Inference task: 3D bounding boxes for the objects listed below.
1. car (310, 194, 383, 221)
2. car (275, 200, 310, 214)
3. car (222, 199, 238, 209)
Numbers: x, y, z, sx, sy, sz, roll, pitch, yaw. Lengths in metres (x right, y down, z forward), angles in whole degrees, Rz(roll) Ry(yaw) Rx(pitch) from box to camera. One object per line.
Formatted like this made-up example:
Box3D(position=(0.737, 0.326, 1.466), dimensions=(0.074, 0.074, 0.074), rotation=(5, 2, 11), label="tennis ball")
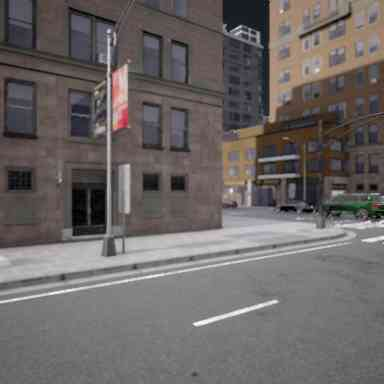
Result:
Box3D(position=(12.788, 1.152, 26.895), dimensions=(2.150, 2.045, 5.566), rotation=(0, 0, -35), label="car")
Box3D(position=(10.579, 1.496, 34.341), dimensions=(1.947, 1.339, 4.313), rotation=(0, 0, -35), label="car")
Box3D(position=(4.211, 1.509, 43.338), dimensions=(1.802, 1.307, 4.206), rotation=(0, 0, -35), label="car")
